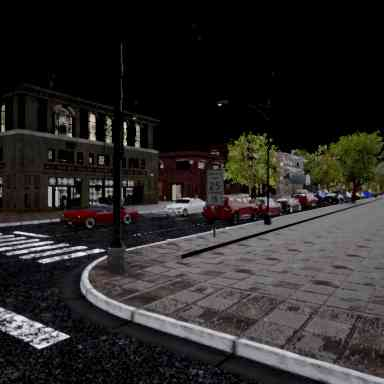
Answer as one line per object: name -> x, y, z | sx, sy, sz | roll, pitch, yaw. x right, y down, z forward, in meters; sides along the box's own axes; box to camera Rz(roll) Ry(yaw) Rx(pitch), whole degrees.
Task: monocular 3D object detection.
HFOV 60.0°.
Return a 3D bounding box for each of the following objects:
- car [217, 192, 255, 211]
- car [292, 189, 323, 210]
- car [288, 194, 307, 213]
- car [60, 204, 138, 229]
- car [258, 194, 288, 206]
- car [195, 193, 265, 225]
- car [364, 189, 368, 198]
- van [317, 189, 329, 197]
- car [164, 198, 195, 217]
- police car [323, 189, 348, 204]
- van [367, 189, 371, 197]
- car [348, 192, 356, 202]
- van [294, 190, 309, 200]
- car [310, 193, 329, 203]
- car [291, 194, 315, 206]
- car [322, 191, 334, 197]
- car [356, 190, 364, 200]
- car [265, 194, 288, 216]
car -> 4.745, 0.933, 35.378 | 2.097, 1.767, 4.553 | 1, 1, 35
car -> 12.105, 0.893, 35.856 | 2.192, 1.841, 5.009 | 1, 2, 34
car -> 8.962, 1.195, 31.294 | 2.008, 1.369, 4.403 | 1, 2, 34
car -> -5.567, 1.401, 20.390 | 1.895, 1.301, 4.718 | 1, 1, 34
car -> 10.781, 1.000, 44.106 | 2.033, 1.411, 5.357 | 1, 1, 35
car -> 2.684, 1.093, 22.153 | 2.192, 1.841, 5.009 | 1, 1, 34
car -> 34.180, 0.623, 67.972 | 1.752, 1.417, 4.829 | 1, 2, 34
van -> 30.312, 0.297, 77.131 | 1.690, 1.788, 3.998 | 1, 2, 34
car -> -0.385, 1.216, 27.933 | 1.812, 1.442, 4.674 | 1, 1, 35
police car -> 19.853, 0.847, 46.365 | 1.930, 1.638, 5.238 | 1, 1, 35
van -> 40.366, 0.301, 76.964 | 1.690, 1.788, 3.998 | 1, 2, 34
car -> 23.722, 0.690, 52.029 | 2.097, 1.767, 4.553 | 1, 1, 35
van -> 20.892, 0.504, 63.430 | 1.690, 1.788, 3.998 | 1, 2, 34
car -> 20.012, 0.860, 52.129 | 1.812, 1.442, 4.674 | 1, 1, 35
car -> 15.003, 0.970, 44.743 | 1.812, 1.442, 4.674 | 1, 1, 35
car -> 33.450, 0.437, 81.704 | 2.008, 1.369, 4.403 | 1, 2, 34
car -> 30.943, 0.750, 63.266 | 1.802, 1.307, 4.206 | 1, 2, 34
car -> 5.823, 1.152, 26.723 | 1.967, 1.590, 4.097 | 1, 2, 34
